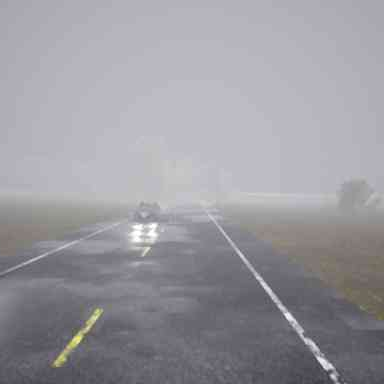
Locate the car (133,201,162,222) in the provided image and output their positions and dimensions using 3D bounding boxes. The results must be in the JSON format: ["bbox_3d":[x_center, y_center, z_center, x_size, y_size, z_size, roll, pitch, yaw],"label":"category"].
[{"bbox_3d":[-3.503,1.494,26.709,2.128,1.511,4.902,0,0,0],"label":"car"}]
